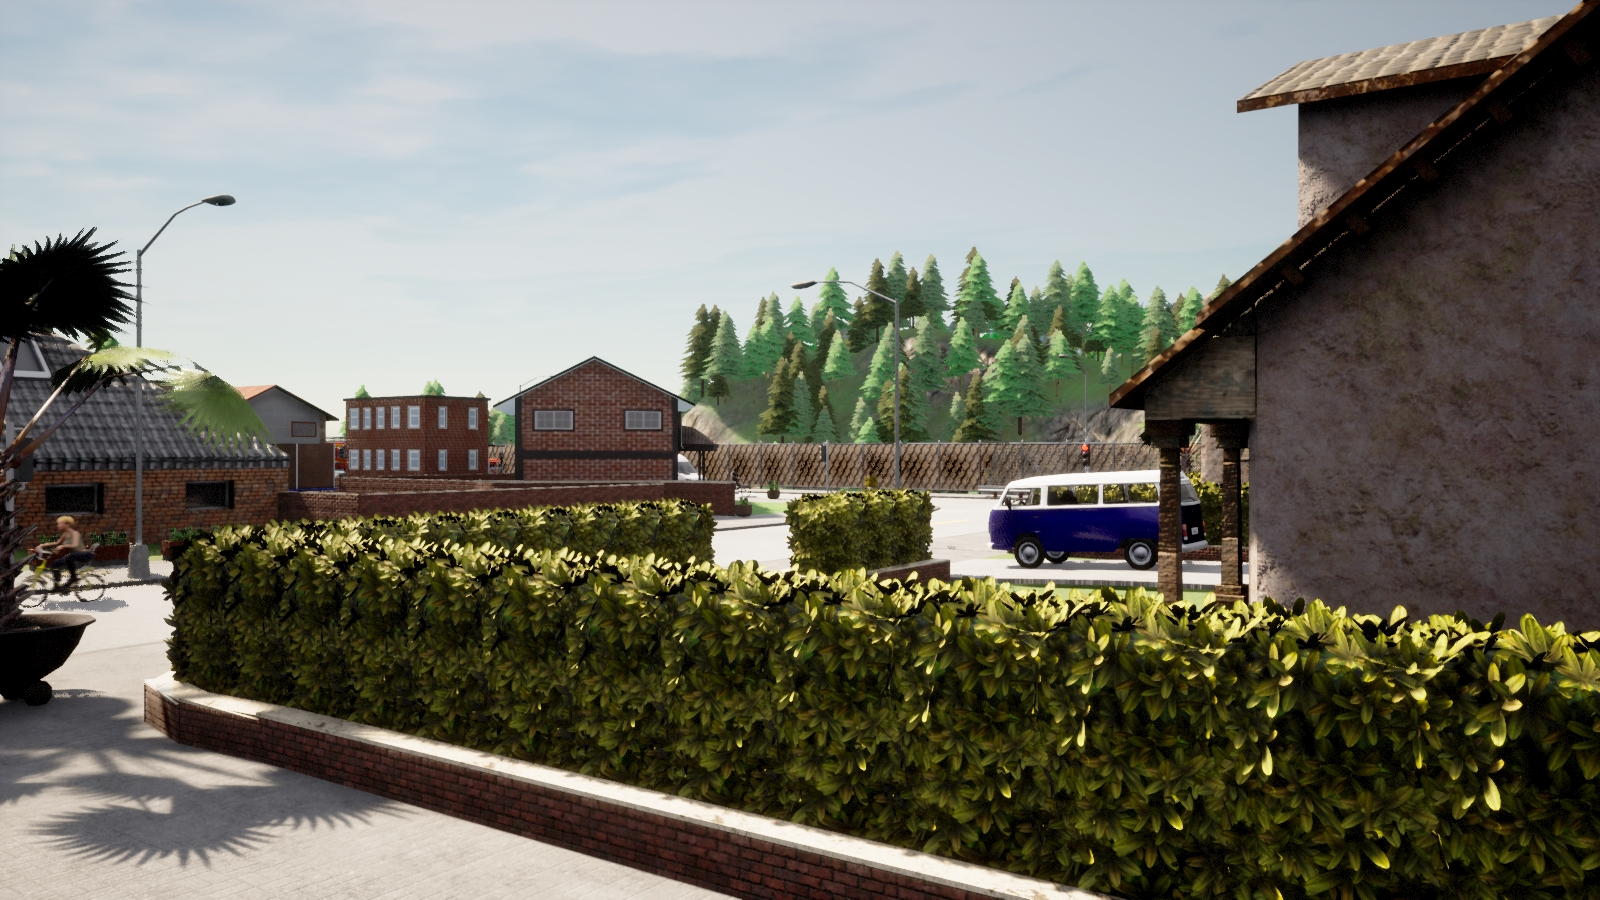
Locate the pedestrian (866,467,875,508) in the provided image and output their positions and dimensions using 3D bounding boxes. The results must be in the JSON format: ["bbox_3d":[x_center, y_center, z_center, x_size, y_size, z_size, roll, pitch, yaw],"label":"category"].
[{"bbox_3d":[3.269,1.734,53.080,0.375,1.860,0.375,0,0,16],"label":"pedestrian"}]

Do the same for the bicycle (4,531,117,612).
[{"bbox_3d":[-13.272,2.149,20.522,0.859,1.276,1.487,0,0,35],"label":"bicycle"}]

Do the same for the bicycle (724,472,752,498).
[{"bbox_3d":[-3.643,2.044,67.431,1.835,1.471,0.329,0,0,35],"label":"bicycle"}]
